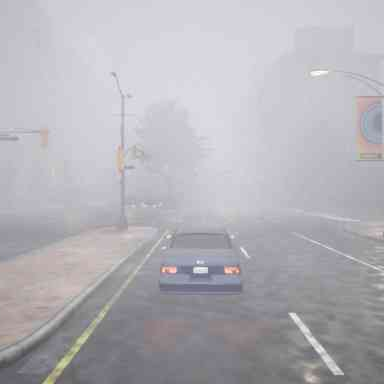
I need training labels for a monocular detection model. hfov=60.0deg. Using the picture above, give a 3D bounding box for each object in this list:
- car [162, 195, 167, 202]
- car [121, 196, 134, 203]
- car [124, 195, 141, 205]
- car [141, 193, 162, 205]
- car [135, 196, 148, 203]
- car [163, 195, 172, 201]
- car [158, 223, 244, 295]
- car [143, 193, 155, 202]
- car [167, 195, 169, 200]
[{"bbox_3d":[-6.824,1.352,66.713,2.097,1.767,4.553,0,0,1],"label":"car"},{"bbox_3d":[-13.491,1.595,69.781,1.895,1.301,4.718,0,0,1],"label":"car"},{"bbox_3d":[-10.537,1.352,57.817,2.097,1.767,4.553,0,0,1],"label":"car"},{"bbox_3d":[-7.037,1.352,57.941,2.097,1.767,4.553,0,0,1],"label":"car"},{"bbox_3d":[-10.281,1.505,67.992,1.837,1.490,4.892,0,0,1],"label":"car"},{"bbox_3d":[-6.434,1.478,86.581,1.882,1.535,5.008,0,0,1],"label":"car"},{"bbox_3d":[0.225,1.547,8.891,2.033,1.411,5.357,0,0,1],"label":"car"},{"bbox_3d":[-10.079,1.225,78.678,2.150,2.045,5.566,0,0,1],"label":"car"},{"bbox_3d":[-6.618,1.525,76.487,2.128,1.511,4.902,0,0,1],"label":"car"}]
